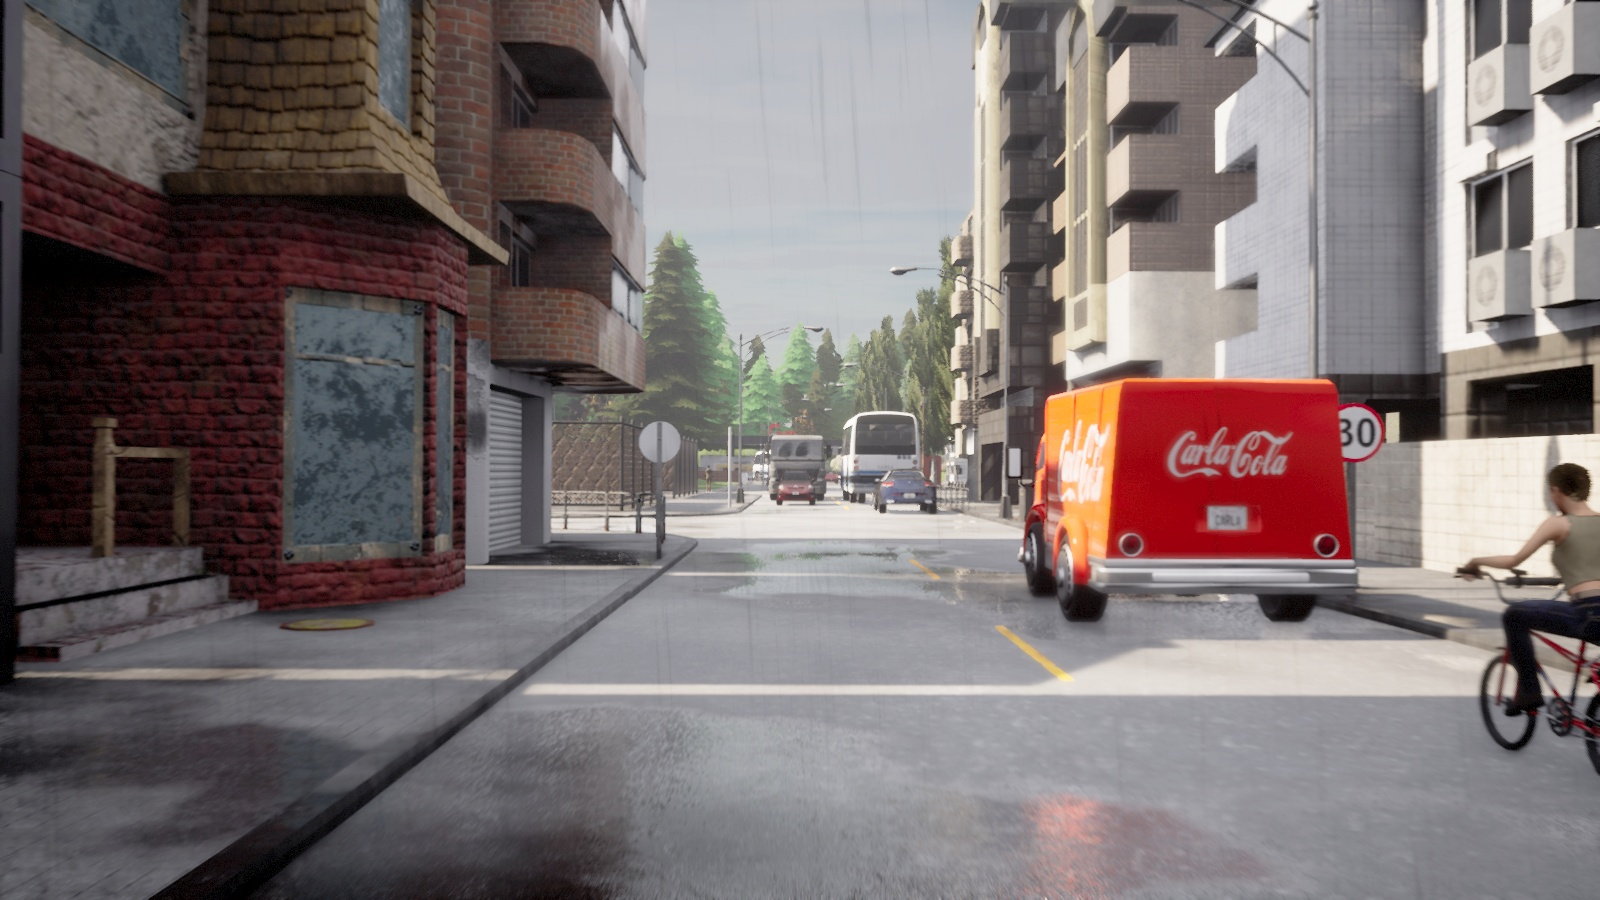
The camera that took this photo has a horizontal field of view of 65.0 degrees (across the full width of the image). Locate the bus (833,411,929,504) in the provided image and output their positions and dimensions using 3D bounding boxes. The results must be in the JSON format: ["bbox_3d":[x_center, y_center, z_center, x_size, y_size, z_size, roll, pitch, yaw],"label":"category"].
[{"bbox_3d":[3.820,0.411,62.431,3.944,4.253,10.273,0,-1,-1],"label":"bus"}]

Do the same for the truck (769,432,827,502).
[{"bbox_3d":[-0.178,0.890,66.888,2.891,3.462,7.936,0,-1,-1],"label":"truck"}]

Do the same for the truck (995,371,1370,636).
[{"bbox_3d":[3.975,0.538,14.327,2.627,2.467,5.204,0,-1,-1],"label":"truck"}]

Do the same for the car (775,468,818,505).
[{"bbox_3d":[-0.161,1.612,56.754,1.851,1.617,3.988,0,-1,0],"label":"car"}]

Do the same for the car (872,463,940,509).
[{"bbox_3d":[3.925,1.328,47.448,2.152,1.651,5.027,0,-1,0],"label":"car"}]

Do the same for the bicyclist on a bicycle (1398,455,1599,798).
[{"bbox_3d":[3.992,0.840,6.679,0.866,1.612,1.509,0,-1,-1],"label":"bicyclist on a bicycle"}]
